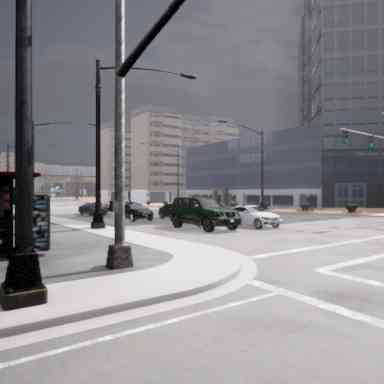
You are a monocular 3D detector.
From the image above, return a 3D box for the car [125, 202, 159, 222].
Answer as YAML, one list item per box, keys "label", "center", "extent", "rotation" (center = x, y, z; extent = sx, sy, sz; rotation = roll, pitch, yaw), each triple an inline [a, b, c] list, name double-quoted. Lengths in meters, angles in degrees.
- label: "car"
  center: [-5.135, 1.737, 29.287]
  extent: [1.837, 1.490, 4.892]
  rotation: [0, -1, -36]

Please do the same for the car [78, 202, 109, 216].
- label: "car"
  center: [-11.381, 1.935, 37.903]
  extent: [2.033, 1.411, 5.357]
  rotation: [0, -1, -36]

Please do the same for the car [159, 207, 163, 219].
- label: "car"
  center: [-1.360, 1.735, 30.107]
  extent: [1.812, 1.442, 4.674]
  rotation: [0, -1, -36]

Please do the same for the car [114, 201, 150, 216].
- label: "car"
  center: [-6.873, 1.836, 37.649]
  extent: [2.128, 1.511, 4.902]
  rotation: [0, -1, -36]

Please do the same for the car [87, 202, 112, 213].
- label: "car"
  center: [-12.706, 2.054, 45.741]
  extent: [1.994, 1.385, 4.181]
  rotation: [0, -1, -35]

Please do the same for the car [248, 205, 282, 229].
- label: "car"
  center: [3.940, 1.630, 22.720]
  extent: [1.812, 1.442, 4.674]
  rotation: [0, -1, -35]

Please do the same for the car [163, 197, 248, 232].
- label: "car"
  center: [0.672, 1.331, 21.289]
  extent: [2.150, 2.045, 5.566]
  rotation: [0, -1, -36]
